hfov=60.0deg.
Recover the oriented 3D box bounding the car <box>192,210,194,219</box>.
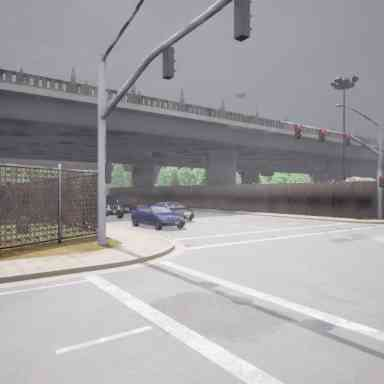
[{"bbox_3d":[-1.730,1.548,26.816,2.128,1.511,4.902,0,0,-36],"label":"car"}]

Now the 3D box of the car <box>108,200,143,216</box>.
[{"bbox_3d":[-6.905,1.621,34.067,1.994,1.385,4.181,0,0,-36],"label":"car"}]

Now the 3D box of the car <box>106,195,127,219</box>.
[{"bbox_3d":[-7.989,1.278,29.556,2.150,2.045,5.566,0,0,-36],"label":"car"}]

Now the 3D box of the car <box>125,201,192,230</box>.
[{"bbox_3d":[-2.331,1.582,21.676,1.812,1.442,4.674,0,0,-38],"label":"car"}]
